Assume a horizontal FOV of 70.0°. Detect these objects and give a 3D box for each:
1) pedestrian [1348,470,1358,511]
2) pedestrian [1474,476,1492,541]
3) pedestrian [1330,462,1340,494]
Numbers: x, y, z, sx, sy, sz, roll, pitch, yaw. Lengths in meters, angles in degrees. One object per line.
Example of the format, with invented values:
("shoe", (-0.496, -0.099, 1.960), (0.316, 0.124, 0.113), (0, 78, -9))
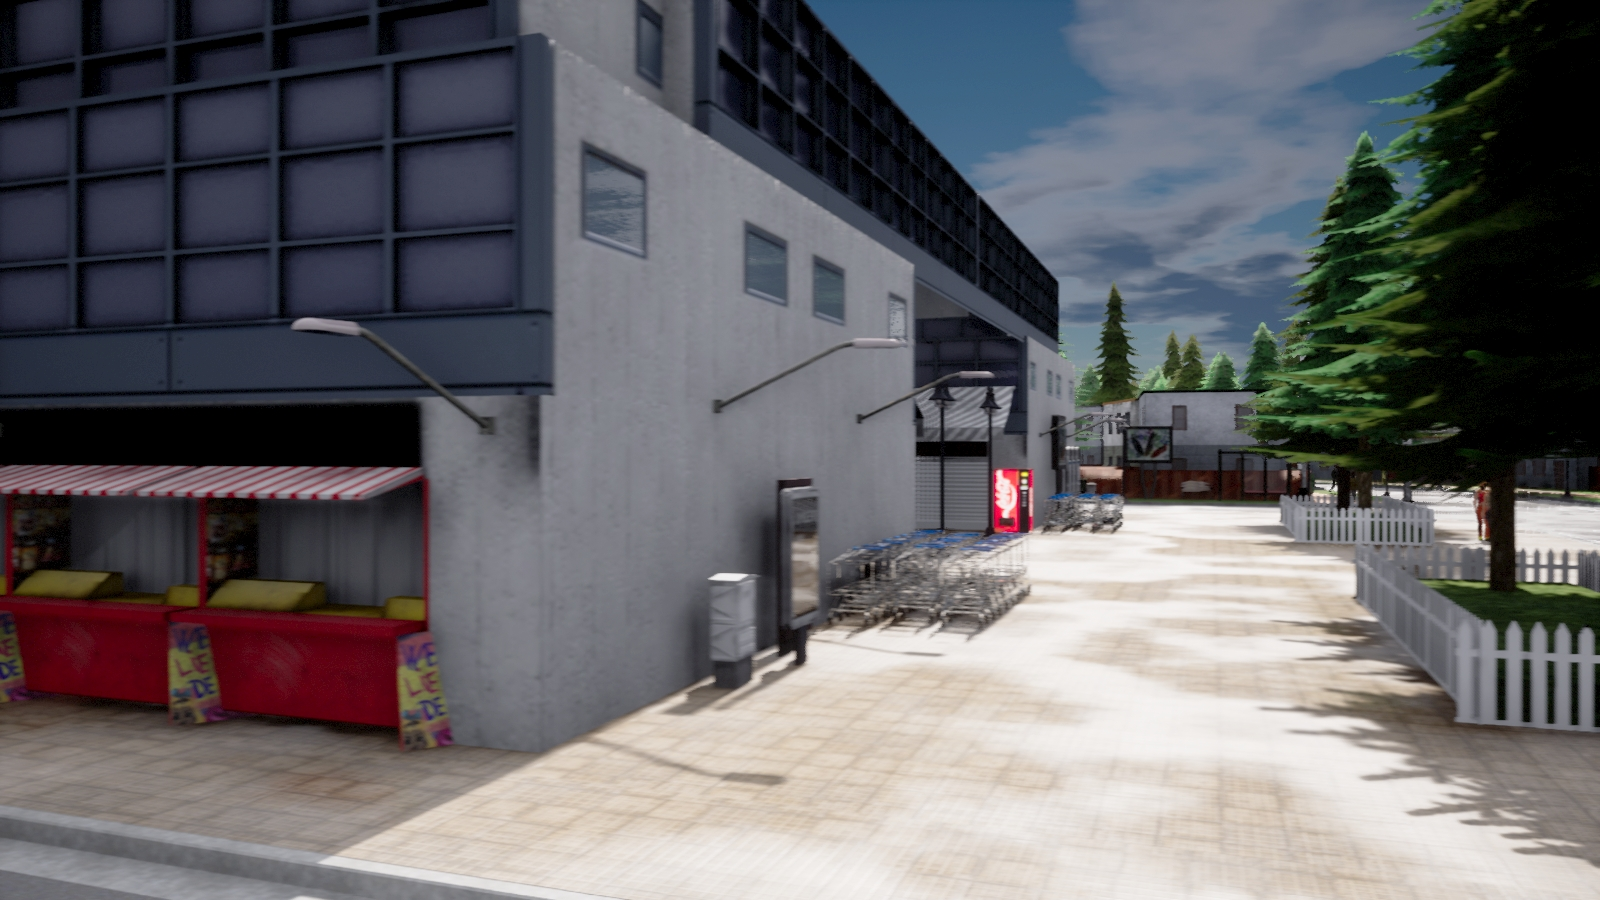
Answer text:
("pedestrian", (25.091, 1.827, 51.836), (0.375, 1.860, 0.375), (0, 0, 21))
("pedestrian", (19.826, 1.688, 33.165), (0.375, 1.860, 0.375), (0, 0, 21))
("pedestrian", (31.480, 1.658, 67.210), (0.375, 1.860, 0.375), (0, 0, -17))
